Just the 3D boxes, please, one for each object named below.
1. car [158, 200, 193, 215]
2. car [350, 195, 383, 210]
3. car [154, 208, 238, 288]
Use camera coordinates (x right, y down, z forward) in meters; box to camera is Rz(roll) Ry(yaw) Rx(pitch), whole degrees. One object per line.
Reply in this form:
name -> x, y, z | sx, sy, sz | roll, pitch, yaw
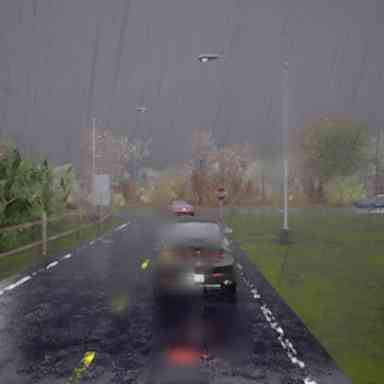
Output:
car -> -1.370, 1.305, 27.535 | 1.994, 1.385, 4.181 | 0, 1, -21
car -> 19.192, 1.051, 34.004 | 5.357, 1.411, 2.033 | 0, 1, 1
car -> 0.084, 1.420, 8.963 | 1.837, 1.490, 4.892 | 0, 1, 0
